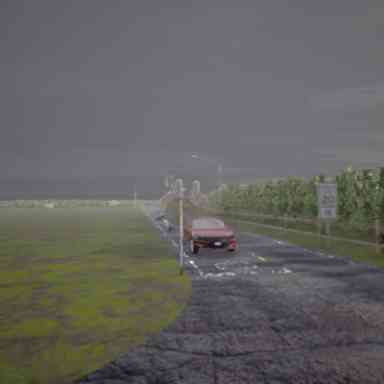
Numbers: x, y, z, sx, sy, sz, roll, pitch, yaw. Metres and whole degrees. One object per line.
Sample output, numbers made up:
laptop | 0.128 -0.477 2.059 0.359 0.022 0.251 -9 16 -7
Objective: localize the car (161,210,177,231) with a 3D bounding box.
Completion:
car | -1.136 2.372 26.934 1.895 1.301 4.718 -1 -2 -9

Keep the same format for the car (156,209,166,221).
car | -3.380 2.754 40.663 1.994 1.385 4.181 -1 -2 -9

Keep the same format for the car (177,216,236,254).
car | 0.656 1.918 16.062 1.882 1.535 5.008 -1 -2 -9
